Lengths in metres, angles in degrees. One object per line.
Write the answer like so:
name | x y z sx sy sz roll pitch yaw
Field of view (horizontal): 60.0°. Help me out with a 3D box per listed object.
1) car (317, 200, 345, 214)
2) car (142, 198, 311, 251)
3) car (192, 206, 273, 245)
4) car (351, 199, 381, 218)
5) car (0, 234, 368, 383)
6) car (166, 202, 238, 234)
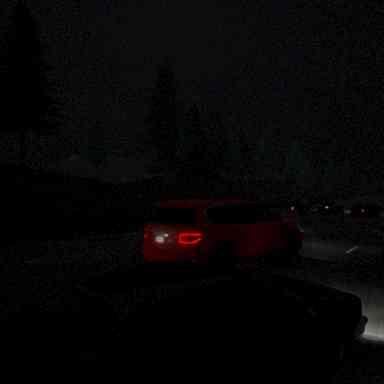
car | 14.063 1.448 33.570 1.994 1.385 4.181 0 0 34
car | 1.135 1.212 9.849 5.566 2.045 2.150 0 0 -45
car | 2.161 1.507 16.467 1.812 1.442 4.674 0 0 39
car | 15.231 1.354 29.034 1.882 1.535 5.008 0 0 34
car | -0.055 1.549 3.763 5.357 1.411 2.033 0 0 -39
car | 0.767 1.469 20.348 1.882 1.535 5.008 0 0 37
